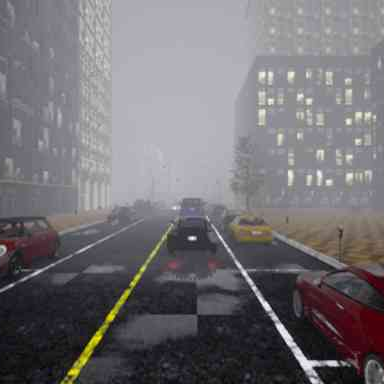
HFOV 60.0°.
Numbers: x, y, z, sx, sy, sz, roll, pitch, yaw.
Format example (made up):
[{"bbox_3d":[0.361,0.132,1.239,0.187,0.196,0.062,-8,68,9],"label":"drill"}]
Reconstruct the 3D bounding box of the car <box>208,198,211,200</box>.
[{"bbox_3d":[2.714,2.136,55.719,1.802,1.307,4.206,0,-1,0],"label":"car"}]

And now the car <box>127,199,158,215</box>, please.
[{"bbox_3d":[-5.648,1.693,38.690,2.192,1.841,5.009,0,-1,0],"label":"car"}]

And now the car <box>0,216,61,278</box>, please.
[{"bbox_3d":[-5.675,1.539,10.245,1.967,1.590,4.097,0,-1,0],"label":"car"}]

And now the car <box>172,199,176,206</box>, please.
[{"bbox_3d":[-2.940,2.189,67.979,2.128,1.511,4.902,0,0,0],"label":"car"}]

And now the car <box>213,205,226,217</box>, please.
[{"bbox_3d":[2.683,1.758,21.587,2.008,1.369,4.403,0,-1,0],"label":"car"}]

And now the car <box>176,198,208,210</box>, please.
[{"bbox_3d":[0.029,1.497,28.996,2.150,2.045,5.566,0,0,0],"label":"car"}]

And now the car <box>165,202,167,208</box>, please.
[{"bbox_3d":[-5.628,2.180,61.442,1.947,1.339,4.313,0,-1,0],"label":"car"}]

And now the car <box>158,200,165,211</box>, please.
[{"bbox_3d":[-5.639,2.039,50.065,1.887,1.381,4.507,0,-1,0],"label":"car"}]

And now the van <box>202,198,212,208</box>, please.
[{"bbox_3d":[2.720,1.955,61.411,1.690,1.788,3.998,0,-1,0],"label":"van"}]

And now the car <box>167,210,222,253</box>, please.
[{"bbox_3d":[0.018,1.702,14.288,1.994,1.385,4.181,0,-1,0],"label":"car"}]

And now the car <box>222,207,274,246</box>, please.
[{"bbox_3d":[2.683,1.680,16.068,1.752,1.417,4.829,0,-1,0],"label":"car"}]

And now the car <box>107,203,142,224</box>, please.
[{"bbox_3d":[-5.660,1.830,27.309,1.947,1.339,4.313,0,-1,0],"label":"car"}]

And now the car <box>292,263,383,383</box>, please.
[{"bbox_3d":[2.682,1.626,4.521,1.802,1.307,4.206,0,-1,0],"label":"car"}]

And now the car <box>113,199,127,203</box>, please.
[{"bbox_3d":[-17.387,2.362,82.238,4.206,1.307,1.802,0,-1,0],"label":"car"}]

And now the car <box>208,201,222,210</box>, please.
[{"bbox_3d":[2.693,1.886,32.964,1.947,1.339,4.313,0,-1,0],"label":"car"}]
